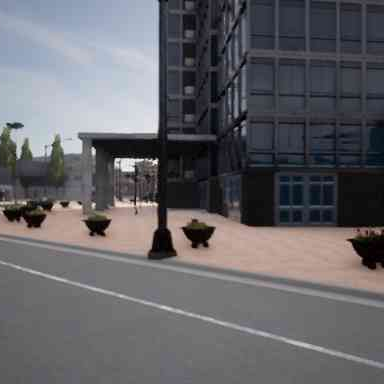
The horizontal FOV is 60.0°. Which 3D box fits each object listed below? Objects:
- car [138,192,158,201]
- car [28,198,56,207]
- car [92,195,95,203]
[{"bbox_3d":[-9.631,0.972,74.475,2.150,2.045,5.566,0,0,34],"label":"car"},{"bbox_3d":[-20.879,1.457,46.493,1.895,1.301,4.718,0,0,3],"label":"car"},{"bbox_3d":[-18.611,1.327,61.483,2.128,1.511,4.902,0,0,36],"label":"car"}]
